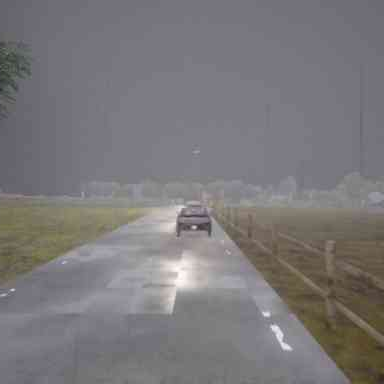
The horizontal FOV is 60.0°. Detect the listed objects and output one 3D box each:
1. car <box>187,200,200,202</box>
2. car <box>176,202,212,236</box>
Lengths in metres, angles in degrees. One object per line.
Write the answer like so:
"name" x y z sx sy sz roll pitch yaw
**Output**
"car" 0.119 1.607 34.380 1.882 1.535 5.008 0 -1 0
"car" 0.107 1.523 18.679 2.128 1.511 4.902 0 0 0
